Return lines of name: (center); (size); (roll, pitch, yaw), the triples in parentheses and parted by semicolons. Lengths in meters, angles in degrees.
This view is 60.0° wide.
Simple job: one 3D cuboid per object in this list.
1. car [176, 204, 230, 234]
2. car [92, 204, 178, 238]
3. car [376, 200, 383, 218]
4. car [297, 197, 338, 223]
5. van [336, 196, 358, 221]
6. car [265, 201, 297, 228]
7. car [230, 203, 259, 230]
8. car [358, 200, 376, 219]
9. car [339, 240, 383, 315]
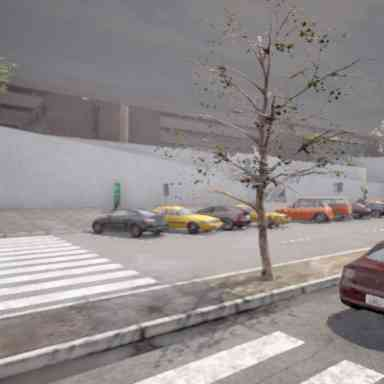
car: (-0.782, 1.525, 19.543); (5.366, 1.575, 1.946); (-1, -1, 35)
car: (-3.362, 1.557, 17.911); (4.674, 1.452, 2.002); (-1, -1, 35)
car: (16.048, 1.637, 31.782); (4.792, 1.488, 2.163); (-1, -1, 35)
car: (8.806, 1.466, 26.554); (4.553, 1.767, 2.185); (-1, -1, 34)
van: (11.316, 1.376, 28.248); (4.442, 1.987, 1.878); (-1, -1, 35)
car: (4.077, 1.559, 23.005); (5.366, 1.575, 1.946); (-1, -1, 35)
car: (1.468, 1.577, 21.391); (4.792, 1.488, 2.163); (-1, -1, 35)
car: (13.646, 1.645, 30.031); (4.674, 1.452, 2.002); (-1, -1, 35)
car: (4.765, 1.549, 6.564); (4.674, 1.442, 1.812); (0, 0, -35)
